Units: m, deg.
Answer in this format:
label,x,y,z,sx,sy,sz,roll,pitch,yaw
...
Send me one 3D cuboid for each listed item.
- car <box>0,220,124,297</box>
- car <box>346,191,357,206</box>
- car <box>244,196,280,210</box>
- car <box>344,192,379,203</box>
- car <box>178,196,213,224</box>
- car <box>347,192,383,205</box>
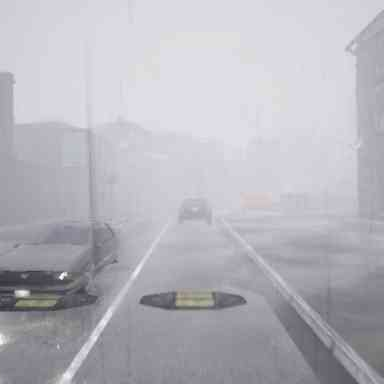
label,x,y,z,sx,sy,sz,roll,pitch,yaw
car,-3.106,1.466,8.745,2.033,1.411,5.357,0,0,0
car,21.030,0.749,38.523,2.435,2.045,5.566,-3,-1,-12
car,8.088,1.216,38.348,4.553,1.767,2.097,1,-2,-40
car,26.452,0.909,52.244,2.231,1.521,4.892,-3,-1,-12
car,0.302,1.111,22.378,2.097,1.767,4.553,0,1,3
car,24.905,0.932,47.208,5.008,1.535,1.882,-3,-1,-11
